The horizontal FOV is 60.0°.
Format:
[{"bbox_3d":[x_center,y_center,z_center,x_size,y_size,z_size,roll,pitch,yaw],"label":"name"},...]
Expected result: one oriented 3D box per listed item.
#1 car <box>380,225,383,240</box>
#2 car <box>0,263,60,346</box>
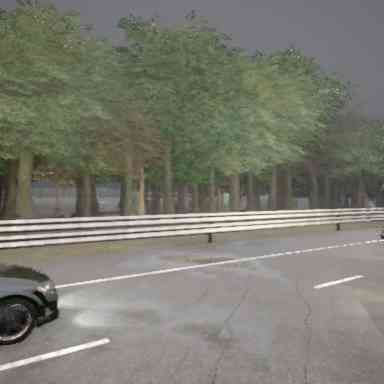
[{"bbox_3d":[10.829,1.723,15.307,5.357,1.411,2.033,1,0,-33],"label":"car"},{"bbox_3d":[-4.239,1.572,4.972,4.181,1.385,1.994,1,-1,-36],"label":"car"}]
